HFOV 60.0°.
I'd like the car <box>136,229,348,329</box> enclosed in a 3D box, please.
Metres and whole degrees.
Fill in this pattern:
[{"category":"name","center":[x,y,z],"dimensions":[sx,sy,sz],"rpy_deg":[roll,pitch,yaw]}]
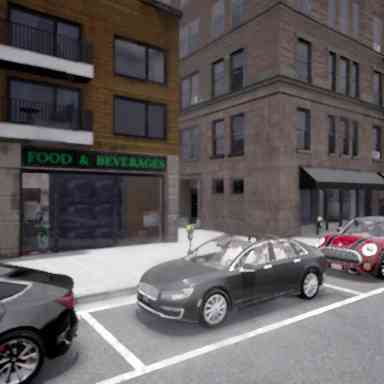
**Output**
[{"category":"car","center":[1.003,1.574,6.891],"dimensions":[4.403,1.369,2.008],"rpy_deg":[0,0,-35]}]

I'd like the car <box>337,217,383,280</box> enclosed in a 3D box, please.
[{"category":"car","center":[5.505,1.493,10.084],"dimensions":[4.097,1.590,1.967],"rpy_deg":[0,0,-35]}]

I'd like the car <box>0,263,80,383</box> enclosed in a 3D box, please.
[{"category":"car","center":[-3.498,1.562,3.699],"dimensions":[4.313,1.339,1.947],"rpy_deg":[0,0,-35]}]
